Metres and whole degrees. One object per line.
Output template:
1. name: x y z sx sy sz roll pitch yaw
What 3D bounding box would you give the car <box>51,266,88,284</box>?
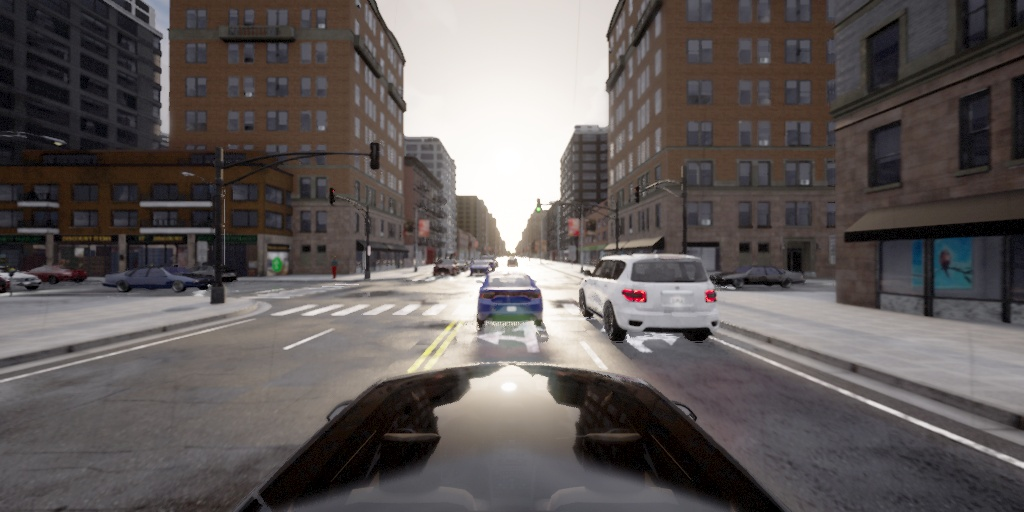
1. car: -33.141 1.329 25.759 4.207 1.307 1.802 0 0 0

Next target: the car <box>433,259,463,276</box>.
1. car: -6.590 1.079 36.281 2.097 1.767 4.553 0 0 0

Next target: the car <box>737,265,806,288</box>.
1. car: 15.847 1.323 23.309 5.357 1.411 2.033 0 0 0

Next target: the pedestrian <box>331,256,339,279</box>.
1. pedestrian: -14.135 0.903 28.533 0.375 1.860 0.375 0 0 0

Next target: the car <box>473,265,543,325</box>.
1. car: -0.172 1.222 11.805 1.882 1.535 5.008 0 0 -4

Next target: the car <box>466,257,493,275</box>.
1. car: -3.341 1.203 38.019 1.882 1.535 5.008 0 0 0

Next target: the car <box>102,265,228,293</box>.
1. car: -19.643 1.280 20.200 5.357 1.411 2.033 0 0 0

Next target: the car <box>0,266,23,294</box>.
1. car: -27.673 1.161 17.704 4.097 1.591 1.967 0 0 0

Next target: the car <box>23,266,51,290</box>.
1. car: -29.695 1.256 20.255 4.674 1.442 1.812 0 0 0

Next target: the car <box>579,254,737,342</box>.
1. car: 3.343 0.968 9.889 2.150 2.045 5.566 0 0 0

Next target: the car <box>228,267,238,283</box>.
1. car: -22.118 1.315 25.699 4.313 1.339 1.948 0 0 0

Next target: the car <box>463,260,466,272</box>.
1. car: -6.584 1.224 45.333 1.837 1.490 4.892 0 0 1

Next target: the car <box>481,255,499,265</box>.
1. car: -3.333 0.939 47.951 2.150 2.045 5.566 0 0 0

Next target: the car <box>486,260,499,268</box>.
1. car: -3.274 1.305 61.893 1.895 1.301 4.718 0 0 1
